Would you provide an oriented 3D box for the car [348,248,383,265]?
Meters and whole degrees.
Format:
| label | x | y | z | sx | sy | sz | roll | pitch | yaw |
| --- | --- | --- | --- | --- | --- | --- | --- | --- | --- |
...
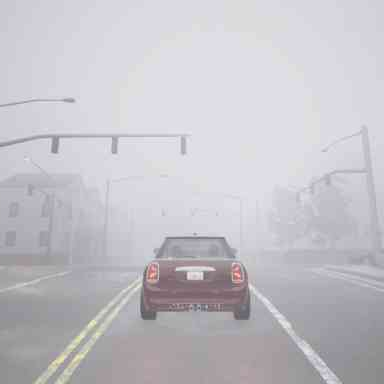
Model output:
| label | x | y | z | sx | sy | sz | roll | pitch | yaw |
| --- | --- | --- | --- | --- | --- | --- | --- | --- | --- |
| car | 16.225 | 5.692 | 29.055 | 4.892 | 1.490 | 1.837 | 0 | -12 | 1 |

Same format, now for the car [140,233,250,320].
| label | x | y | z | sx | sy | sz | roll | pitch | yaw |
| --- | --- | --- | --- | --- | --- | --- | --- | --- | --- |
| car | 0.077 | 1.790 | 8.229 | 2.097 | 1.767 | 4.553 | 0 | -6 | 0 |
